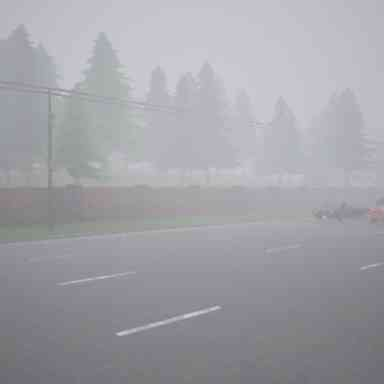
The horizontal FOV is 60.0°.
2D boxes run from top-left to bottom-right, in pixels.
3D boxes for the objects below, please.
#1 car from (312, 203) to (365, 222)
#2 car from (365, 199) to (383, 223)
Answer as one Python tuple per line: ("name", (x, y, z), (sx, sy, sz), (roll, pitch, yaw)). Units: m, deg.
("car", (11.047, 1.425, 24.488), (4.718, 1.301, 1.895), (-1, 0, -35))
("car", (13.927, 1.169, 22.240), (4.553, 1.767, 2.097), (0, 0, -35))
